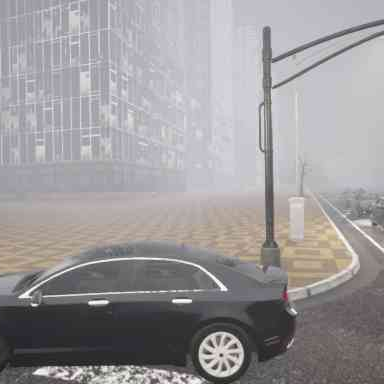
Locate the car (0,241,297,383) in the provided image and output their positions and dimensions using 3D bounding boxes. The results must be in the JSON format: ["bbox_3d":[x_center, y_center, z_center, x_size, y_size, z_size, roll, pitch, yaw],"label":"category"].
[{"bbox_3d":[-1.047,1.505,4.762,4.892,1.490,1.837,0,0,0],"label":"car"}]

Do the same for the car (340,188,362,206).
[{"bbox_3d":[13.112,0.454,26.740,2.128,1.511,4.902,-1,2,18],"label":"car"}]

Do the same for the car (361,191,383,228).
[{"bbox_3d":[9.054,0.928,14.386,2.128,1.511,4.902,-1,2,18],"label":"car"}]

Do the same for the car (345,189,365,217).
[{"bbox_3d":[11.110,0.759,20.678,1.994,1.385,4.181,-1,2,17],"label":"car"}]
